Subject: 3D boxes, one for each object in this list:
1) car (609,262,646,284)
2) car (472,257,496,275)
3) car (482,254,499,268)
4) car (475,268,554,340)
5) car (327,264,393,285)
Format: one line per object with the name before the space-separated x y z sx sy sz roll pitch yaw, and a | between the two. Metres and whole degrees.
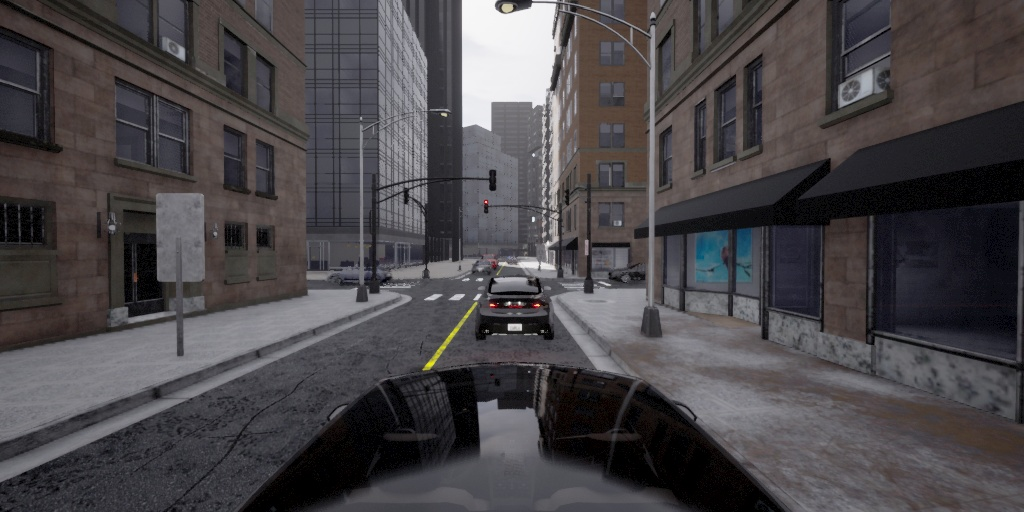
car | 9.340 1.166 25.276 4.892 1.490 1.837 0 1 3
car | -3.124 1.162 37.952 2.128 1.511 4.902 0 0 0
car | -3.138 0.808 48.256 2.150 2.045 5.566 0 1 0
car | 0.073 1.252 9.961 1.837 1.490 4.892 0 0 0
car | -10.572 1.276 25.069 4.181 1.385 1.994 0 1 0
